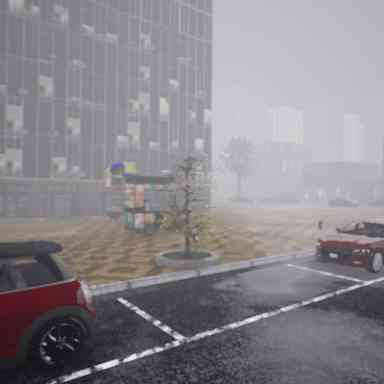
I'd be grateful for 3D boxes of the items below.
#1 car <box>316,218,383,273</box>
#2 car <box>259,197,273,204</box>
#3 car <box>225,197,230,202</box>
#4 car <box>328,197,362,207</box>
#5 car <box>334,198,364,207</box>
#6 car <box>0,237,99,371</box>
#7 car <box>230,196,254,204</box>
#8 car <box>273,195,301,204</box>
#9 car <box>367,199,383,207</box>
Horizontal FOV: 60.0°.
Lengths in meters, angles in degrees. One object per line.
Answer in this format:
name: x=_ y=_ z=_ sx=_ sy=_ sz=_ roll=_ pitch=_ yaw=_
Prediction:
car: x=5.805 y=1.538 z=10.643 sx=4.507 sy=1.381 sz=1.887 roll=0 pitch=1 yaw=-35
car: x=16.135 y=1.666 z=70.595 sx=1.967 sy=1.590 sz=4.097 roll=1 pitch=-1 yaw=-35
car: x=9.774 y=1.719 z=79.691 sx=1.967 sy=1.590 sz=4.097 roll=1 pitch=-1 yaw=-35
car: x=21.740 y=1.446 z=47.465 sx=1.967 sy=1.590 sz=4.097 roll=1 pitch=-1 yaw=-35
car: x=26.324 y=1.723 z=56.016 sx=1.802 sy=1.307 sz=4.206 roll=1 pitch=-1 yaw=-35
car: x=-3.387 y=1.441 z=4.088 sx=4.097 sy=1.590 sz=1.967 roll=0 pitch=1 yaw=-35
car: x=10.596 y=1.598 z=68.515 sx=1.837 sy=1.490 sz=4.892 roll=1 pitch=-1 yaw=-35
car: x=19.323 y=1.514 z=66.051 sx=2.192 sy=1.841 sz=5.009 roll=1 pitch=-1 yaw=-35
car: x=29.445 y=1.681 z=51.511 sx=1.947 sy=1.339 sz=4.313 roll=1 pitch=-1 yaw=-35
